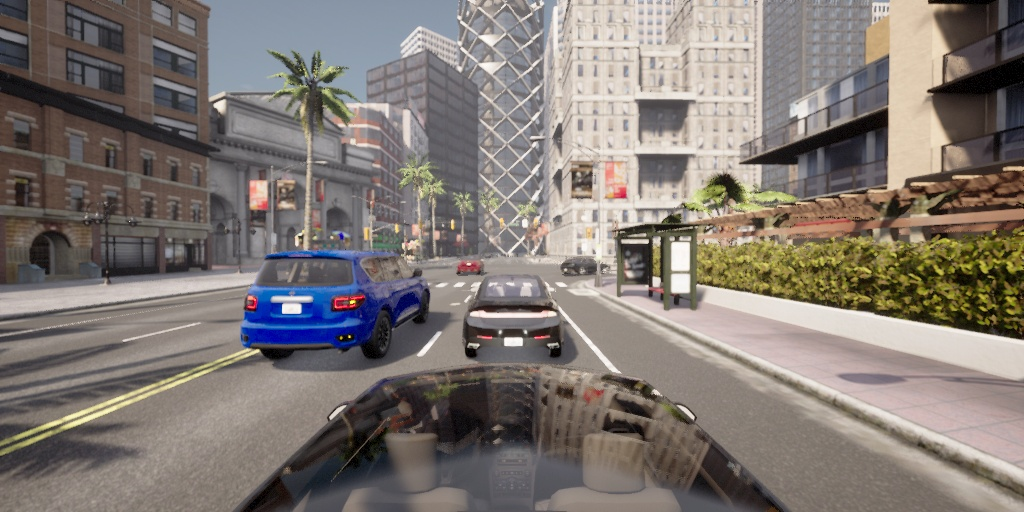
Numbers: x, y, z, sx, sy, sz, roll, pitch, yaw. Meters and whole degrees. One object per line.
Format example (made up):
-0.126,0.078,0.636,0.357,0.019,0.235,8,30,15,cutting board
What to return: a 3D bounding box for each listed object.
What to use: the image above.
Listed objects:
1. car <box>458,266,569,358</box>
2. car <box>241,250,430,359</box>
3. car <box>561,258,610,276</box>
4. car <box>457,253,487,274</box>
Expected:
0.015,1.157,8.261,2.128,1.511,4.902,0,1,0,car
-3.487,0.888,8.343,2.150,2.045,5.566,0,1,0,car
6.418,0.873,31.001,4.892,1.490,1.837,0,-1,-35,car
-3.717,0.702,32.800,2.097,1.767,4.553,0,1,0,car
